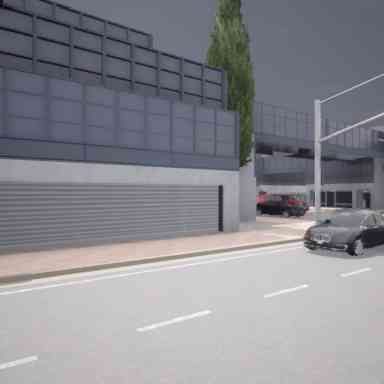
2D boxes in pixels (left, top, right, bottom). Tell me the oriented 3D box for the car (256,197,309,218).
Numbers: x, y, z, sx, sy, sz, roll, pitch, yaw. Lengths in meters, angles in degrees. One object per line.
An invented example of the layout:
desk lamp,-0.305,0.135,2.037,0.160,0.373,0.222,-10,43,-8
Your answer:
car,7.731,1.478,30.044,1.882,1.535,5.008,0,0,-37

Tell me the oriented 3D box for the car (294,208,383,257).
car,6.341,1.505,13.103,4.892,1.490,1.837,0,1,-39

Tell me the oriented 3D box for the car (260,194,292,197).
car,9.167,1.221,34.007,2.150,2.045,5.566,0,0,-35
